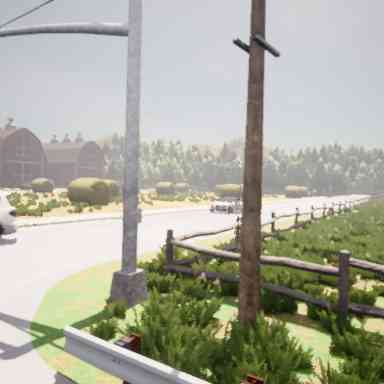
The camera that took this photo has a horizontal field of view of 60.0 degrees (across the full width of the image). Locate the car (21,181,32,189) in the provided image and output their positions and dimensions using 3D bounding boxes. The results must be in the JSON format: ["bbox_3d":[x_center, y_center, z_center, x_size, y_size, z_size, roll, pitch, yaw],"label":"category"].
[{"bbox_3d":[-39.147,-1.537,78.972,1.905,1.878,3.866,7,2,-13],"label":"car"}]

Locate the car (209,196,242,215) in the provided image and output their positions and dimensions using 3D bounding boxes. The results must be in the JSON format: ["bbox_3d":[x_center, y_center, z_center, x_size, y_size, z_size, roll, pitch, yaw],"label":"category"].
[{"bbox_3d":[3.286,1.127,29.321,1.812,1.442,4.674,2,2,33],"label":"car"}]

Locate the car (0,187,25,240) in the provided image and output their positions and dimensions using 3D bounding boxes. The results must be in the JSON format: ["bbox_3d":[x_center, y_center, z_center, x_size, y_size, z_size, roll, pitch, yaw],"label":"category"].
[{"bbox_3d":[-8.812,0.960,11.019,2.150,2.045,5.566,4,3,39],"label":"car"}]
